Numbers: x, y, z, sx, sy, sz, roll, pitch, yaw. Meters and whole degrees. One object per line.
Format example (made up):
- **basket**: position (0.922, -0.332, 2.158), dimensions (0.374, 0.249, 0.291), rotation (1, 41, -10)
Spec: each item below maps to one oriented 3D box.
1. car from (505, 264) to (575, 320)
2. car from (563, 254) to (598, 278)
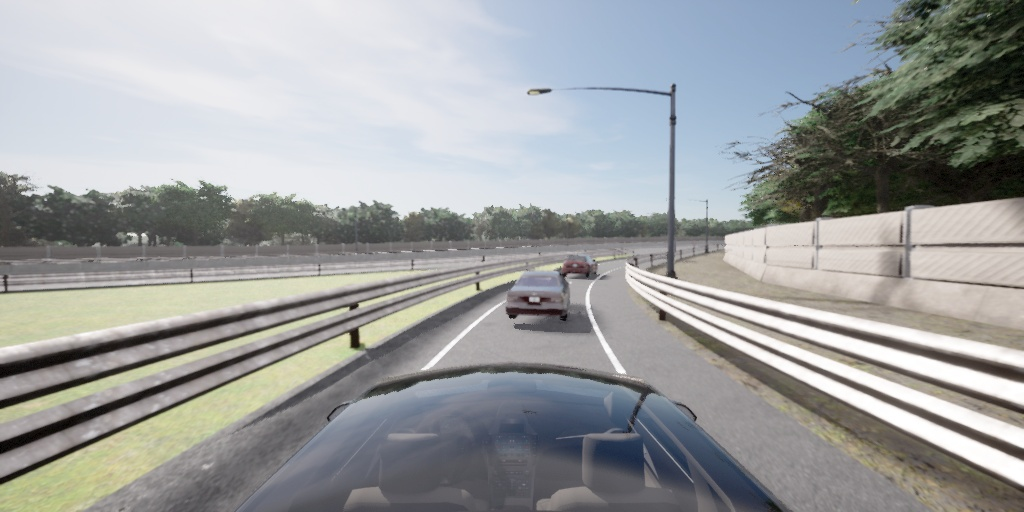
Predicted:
- **car**: position (1.036, 1.200, 12.273), dimensions (2.033, 1.411, 5.357), rotation (0, 1, 10)
- **car**: position (5.434, 0.653, 28.265), dimensions (2.097, 1.767, 4.553), rotation (1, 2, 22)
